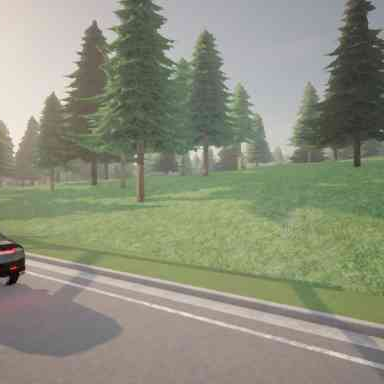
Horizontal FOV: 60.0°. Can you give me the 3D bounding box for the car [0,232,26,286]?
[{"bbox_3d":[-6.015,1.491,8.174,4.902,1.511,2.128,0,0,36],"label":"car"}]
